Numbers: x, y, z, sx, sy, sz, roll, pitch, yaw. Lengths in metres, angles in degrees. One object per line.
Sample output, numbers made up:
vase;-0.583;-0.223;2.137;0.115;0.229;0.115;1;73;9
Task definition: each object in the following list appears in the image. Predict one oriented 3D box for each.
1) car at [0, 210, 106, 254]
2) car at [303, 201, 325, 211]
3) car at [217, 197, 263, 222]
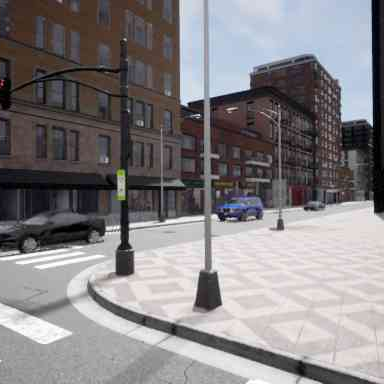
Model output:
car;-6.036;1.578;14.401;1.882;1.535;5.008;-1;-1;33
car;17.496;1.980;47.349;2.033;1.411;5.357;-1;-1;36
car;4.360;1.477;29.262;2.150;2.045;5.566;-1;-1;36
